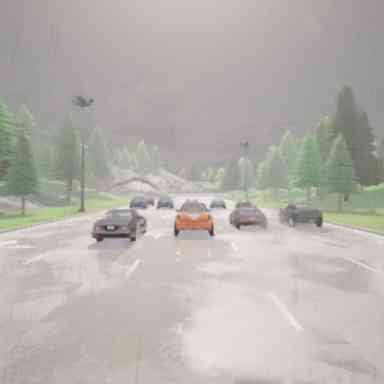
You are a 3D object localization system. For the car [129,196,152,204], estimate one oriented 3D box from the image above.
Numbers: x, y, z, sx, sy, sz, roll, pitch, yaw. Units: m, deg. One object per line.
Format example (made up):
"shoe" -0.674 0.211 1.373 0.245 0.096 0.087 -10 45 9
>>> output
"car" -7.004 1.352 44.504 2.097 1.767 4.553 0 0 0

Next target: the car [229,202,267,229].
"car" 3.599 1.563 21.827 1.994 1.385 4.181 0 0 0

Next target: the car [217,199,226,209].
"car" 3.500 1.564 45.082 1.994 1.385 4.181 0 0 0

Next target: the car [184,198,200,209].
"car" -0.001 1.564 45.005 1.994 1.385 4.181 0 0 0

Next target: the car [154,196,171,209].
"car" -3.504 1.352 44.504 2.097 1.767 4.553 0 0 0

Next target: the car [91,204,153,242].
"car" -3.401 1.547 16.433 2.033 1.411 5.357 0 0 0

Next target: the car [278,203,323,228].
"car" 7.099 1.503 22.139 1.837 1.490 4.892 0 -1 0

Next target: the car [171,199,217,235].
"car" 0.098 1.353 19.098 2.097 1.767 4.553 0 0 0

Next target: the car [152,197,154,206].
"car" -7.003 1.505 54.489 1.837 1.490 4.892 0 0 0

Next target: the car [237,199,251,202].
"car" 7.000 1.602 45.100 1.895 1.301 4.718 0 0 0
